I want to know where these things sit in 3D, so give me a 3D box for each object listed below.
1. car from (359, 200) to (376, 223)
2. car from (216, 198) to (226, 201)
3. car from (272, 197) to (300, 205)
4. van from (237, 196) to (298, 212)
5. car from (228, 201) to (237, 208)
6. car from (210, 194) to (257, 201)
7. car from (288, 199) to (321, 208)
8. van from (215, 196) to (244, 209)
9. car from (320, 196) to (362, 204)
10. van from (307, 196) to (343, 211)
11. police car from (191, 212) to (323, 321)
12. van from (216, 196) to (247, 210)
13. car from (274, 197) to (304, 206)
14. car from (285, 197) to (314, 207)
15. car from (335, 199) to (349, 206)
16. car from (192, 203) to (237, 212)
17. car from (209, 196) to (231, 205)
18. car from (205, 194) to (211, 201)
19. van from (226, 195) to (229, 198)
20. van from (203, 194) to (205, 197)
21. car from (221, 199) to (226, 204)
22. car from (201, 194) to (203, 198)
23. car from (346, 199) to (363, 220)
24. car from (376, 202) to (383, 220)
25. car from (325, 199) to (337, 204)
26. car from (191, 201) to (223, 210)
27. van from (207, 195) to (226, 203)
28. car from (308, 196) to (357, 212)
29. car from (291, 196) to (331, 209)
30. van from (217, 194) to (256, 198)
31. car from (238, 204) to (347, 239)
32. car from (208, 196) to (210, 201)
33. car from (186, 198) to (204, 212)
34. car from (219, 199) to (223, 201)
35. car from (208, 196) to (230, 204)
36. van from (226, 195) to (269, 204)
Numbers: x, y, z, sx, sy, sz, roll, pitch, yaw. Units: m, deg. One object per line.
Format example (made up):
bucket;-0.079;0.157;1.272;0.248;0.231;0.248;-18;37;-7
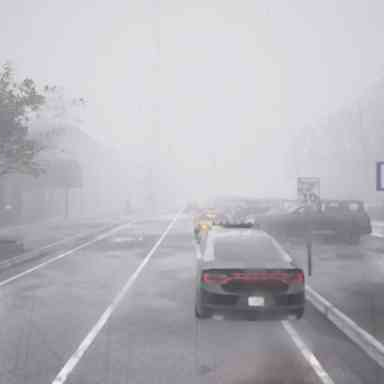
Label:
car;18.876;1.765;31.018;5.008;1.535;2.097;0;0;0
car;5.822;1.832;41.523;4.892;1.521;2.231;0;0;0
car;18.936;1.867;67.109;4.892;1.521;2.231;0;0;0
van;5.909;1.488;24.699;4.442;1.987;1.878;0;-1;0
car;5.791;1.740;27.500;5.008;1.535;2.097;0;-1;0
car;5.795;1.593;47.132;5.566;2.045;2.435;0;0;0
car;18.887;1.881;56.005;4.792;1.488;2.163;0;0;0
van;5.948;1.626;52.739;4.442;1.987;1.878;0;0;0
car;18.868;1.577;42.126;5.566;2.045;2.435;0;0;0
van;19.020;1.615;47.679;4.442;1.987;1.878;0;0;0
police car;0.997;1.501;7.701;1.930;1.638;5.238;0;-1;0
van;5.944;1.622;49.936;4.442;1.987;1.878;0;0;0
car;18.741;1.860;64.332;5.366;1.575;1.946;0;0;0
car;18.950;1.730;58.782;4.553;1.767;2.185;0;0;0
car;18.859;1.836;36.567;4.792;1.488;2.163;0;0;0
car;1.025;1.620;17.794;1.801;1.575;5.366;0;0;0
car;5.823;1.749;69.559;4.553;1.767;2.185;0;0;0
car;5.818;1.616;63.952;5.566;2.045;2.435;0;0;0
van;5.921;1.559;33.110;4.442;1.987;1.878;0;0;0
van;5.764;1.674;89.182;4.442;1.987;1.878;0;0;0
car;5.837;1.835;35.912;4.792;1.488;2.163;0;0;0
car;6.074;1.904;94.788;5.366;1.575;1.946;0;0;0
car;19.069;1.782;33.795;5.366;1.575;1.946;0;0;0
car;18.871;1.743;28.240;4.892;1.521;2.231;0;-1;0
car;18.921;1.847;39.350;4.792;1.488;2.163;0;0;0
car;1.041;1.667;23.801;1.801;1.575;5.366;0;0;0
van;5.749;1.660;77.969;4.442;1.987;1.878;0;0;0
car;18.928;1.586;44.903;5.566;2.045;2.435;0;0;0
car;18.940;1.597;53.230;5.566;2.045;2.435;0;0;0
van;5.936;1.615;44.331;4.442;1.987;1.878;0;0;0
car;5.600;1.660;19.091;5.366;1.575;1.946;0;-1;0
car;5.840;1.903;61.149;4.674;1.452;2.002;0;0;0
car;0.134;1.880;44.053;2.033;1.411;5.357;0;0;0
car;5.809;1.860;38.719;4.674;1.452;2.002;0;0;0
car;5.826;1.752;72.362;4.553;1.767;2.185;0;0;0
van;5.684;1.539;30.309;4.442;1.987;1.878;0;-1;0
